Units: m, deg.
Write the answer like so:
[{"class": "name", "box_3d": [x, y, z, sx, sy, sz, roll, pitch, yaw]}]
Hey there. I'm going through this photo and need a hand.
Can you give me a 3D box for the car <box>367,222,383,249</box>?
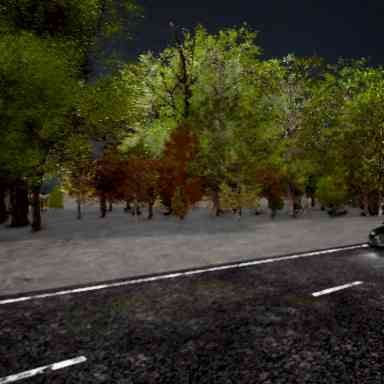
[{"class": "car", "box_3d": [9.499, 1.786, 14.486, 4.181, 1.385, 1.994, 1, -1, -36]}]
